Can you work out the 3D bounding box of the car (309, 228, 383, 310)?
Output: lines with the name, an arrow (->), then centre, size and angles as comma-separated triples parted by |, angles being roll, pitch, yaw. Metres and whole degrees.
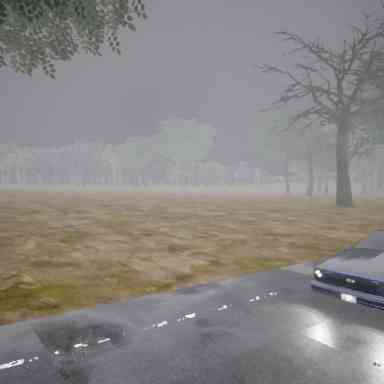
car -> 4.997, 1.518, 7.577 | 5.357, 1.411, 2.033 | 0, 0, -36
